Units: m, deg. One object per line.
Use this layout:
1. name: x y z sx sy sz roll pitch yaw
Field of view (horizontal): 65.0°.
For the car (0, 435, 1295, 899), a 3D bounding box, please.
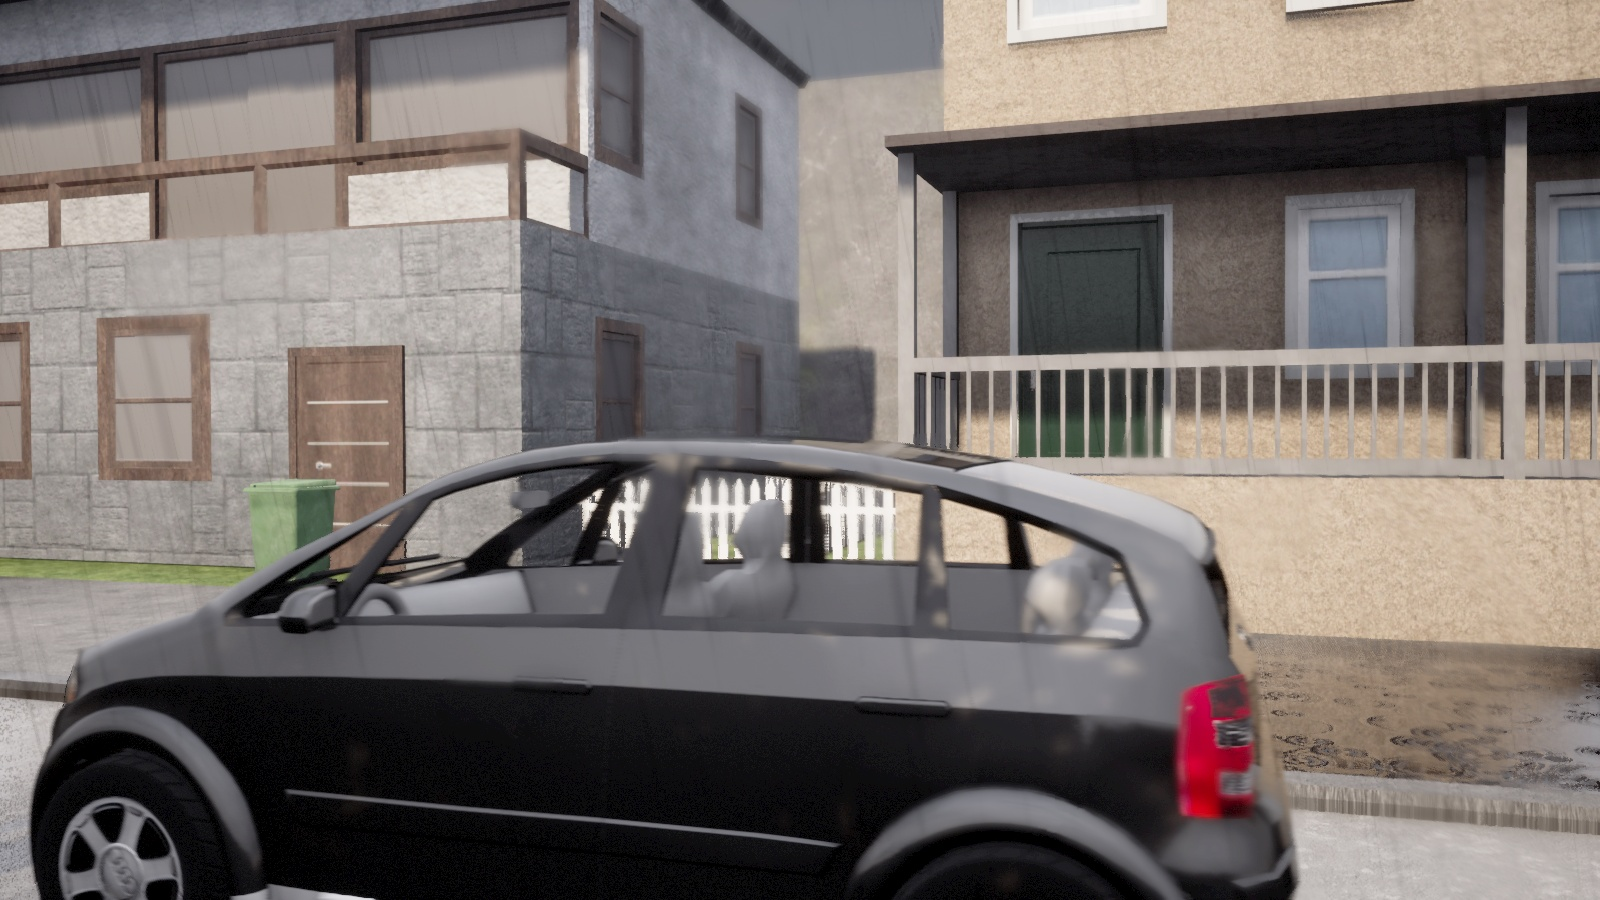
1. car: -0.504 0.737 3.894 3.705 1.549 1.789 0 1 19
